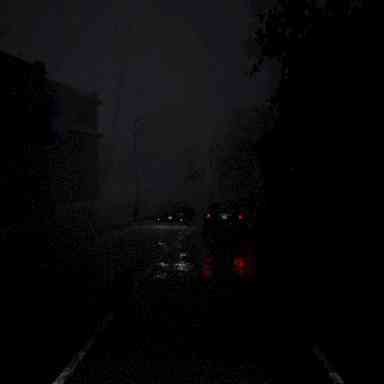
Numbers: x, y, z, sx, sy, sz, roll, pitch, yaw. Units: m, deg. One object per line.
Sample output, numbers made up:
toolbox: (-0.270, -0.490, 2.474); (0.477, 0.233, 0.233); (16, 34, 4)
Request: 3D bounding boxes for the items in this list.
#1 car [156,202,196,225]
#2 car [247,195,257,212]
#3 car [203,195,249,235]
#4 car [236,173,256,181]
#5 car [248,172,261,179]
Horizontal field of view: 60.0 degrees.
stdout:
car: (-0.965, 1.356, 22.153); (1.994, 1.385, 4.181); (1, 1, 11)
car: (5.547, 1.081, 34.420); (1.882, 1.535, 5.008); (2, 4, 19)
car: (1.896, 1.228, 18.247); (2.097, 1.767, 4.553); (1, 0, 9)
car: (12.794, -3.350, 80.625); (4.181, 1.385, 1.994); (1, 6, 13)
car: (14.565, -3.969, 83.462); (5.566, 2.045, 2.150); (1, 6, 13)
